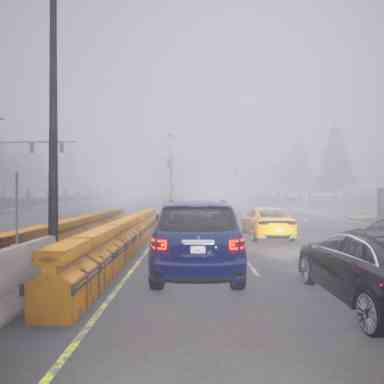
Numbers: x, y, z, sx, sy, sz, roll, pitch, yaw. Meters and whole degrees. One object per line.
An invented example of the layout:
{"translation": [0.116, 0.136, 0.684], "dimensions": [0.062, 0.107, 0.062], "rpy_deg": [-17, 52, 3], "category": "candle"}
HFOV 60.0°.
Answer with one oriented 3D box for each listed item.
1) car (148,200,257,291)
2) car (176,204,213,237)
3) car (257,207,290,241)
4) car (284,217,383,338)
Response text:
{"translation": [0.125, 1.221, 9.177], "dimensions": [2.150, 2.045, 5.566], "rpy_deg": [0, 0, 0], "category": "car"}
{"translation": [0.151, 1.504, 19.026], "dimensions": [1.837, 1.490, 4.892], "rpy_deg": [0, 0, 0], "category": "car"}
{"translation": [3.643, 1.477, 16.411], "dimensions": [1.882, 1.535, 5.008], "rpy_deg": [0, 0, 0], "category": "car"}
{"translation": [3.614, 1.491, 6.569], "dimensions": [2.128, 1.511, 4.902], "rpy_deg": [0, 0, 0], "category": "car"}
